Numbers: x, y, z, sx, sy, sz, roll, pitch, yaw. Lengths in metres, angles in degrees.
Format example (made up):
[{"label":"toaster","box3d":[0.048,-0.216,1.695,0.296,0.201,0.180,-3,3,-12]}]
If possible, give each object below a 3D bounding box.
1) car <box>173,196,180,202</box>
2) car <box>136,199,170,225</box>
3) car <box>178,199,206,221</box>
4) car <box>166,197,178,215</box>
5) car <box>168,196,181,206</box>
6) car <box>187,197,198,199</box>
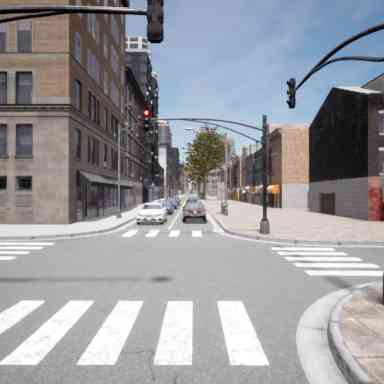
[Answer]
[{"label":"car","box3d":[-2.833,1.505,43.676,1.812,1.442,4.674,0,0,0]},{"label":"car","box3d":[-2.857,1.514,24.352,1.812,1.442,4.674,0,0,0]},{"label":"car","box3d":[0.160,1.534,26.821,2.033,1.411,5.357,0,0,-1]},{"label":"car","box3d":[-2.859,1.530,33.962,2.033,1.411,5.357,0,0,0]},{"label":"car","box3d":[-2.821,1.484,53.767,1.837,1.490,4.892,0,0,0]},{"label":"car","box3d":[0.081,1.543,59.452,1.994,1.385,4.181,0,0,0]}]
